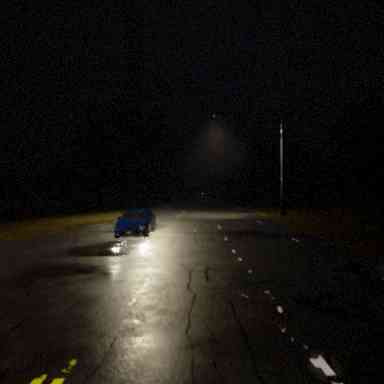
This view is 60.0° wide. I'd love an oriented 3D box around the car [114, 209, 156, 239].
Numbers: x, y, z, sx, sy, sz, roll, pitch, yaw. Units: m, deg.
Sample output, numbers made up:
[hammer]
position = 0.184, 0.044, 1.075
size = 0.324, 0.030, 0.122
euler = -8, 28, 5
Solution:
[car]
position = -3.388, 1.850, 20.470
size = 1.882, 1.535, 5.008
euler = -1, 2, 1
